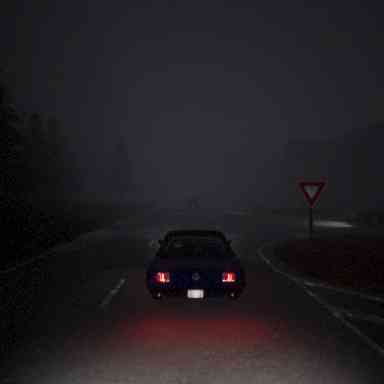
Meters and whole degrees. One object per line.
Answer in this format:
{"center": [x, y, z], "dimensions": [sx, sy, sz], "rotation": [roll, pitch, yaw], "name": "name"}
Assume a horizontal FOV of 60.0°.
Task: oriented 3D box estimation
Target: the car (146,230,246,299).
{"center": [0.075, 1.596, 8.369], "dimensions": [1.895, 1.301, 4.718], "rotation": [0, 0, 0], "name": "car"}

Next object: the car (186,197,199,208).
{"center": [0.057, 1.476, 47.980], "dimensions": [1.837, 1.490, 4.892], "rotation": [0, 0, 0], "name": "car"}

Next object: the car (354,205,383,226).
{"center": [13.099, 1.415, 21.282], "dimensions": [4.892, 1.490, 1.837], "rotation": [0, 0, 16], "name": "car"}

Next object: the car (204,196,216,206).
{"center": [2.923, 1.422, 55.233], "dimensions": [1.816, 1.474, 4.193], "rotation": [-6, 0, -2], "name": "car"}
